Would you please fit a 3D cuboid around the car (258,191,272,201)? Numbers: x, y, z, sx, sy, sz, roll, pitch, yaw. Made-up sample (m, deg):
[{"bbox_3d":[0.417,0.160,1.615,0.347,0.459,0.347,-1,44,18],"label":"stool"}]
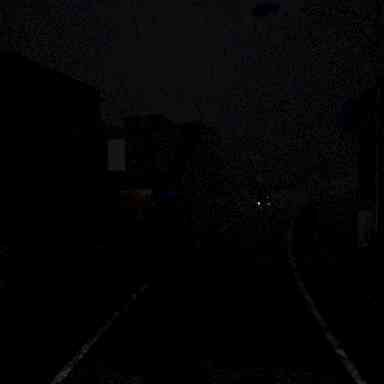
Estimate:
[{"bbox_3d":[11.752,0.680,53.380,1.837,1.490,4.892,0,1,19],"label":"car"}]
